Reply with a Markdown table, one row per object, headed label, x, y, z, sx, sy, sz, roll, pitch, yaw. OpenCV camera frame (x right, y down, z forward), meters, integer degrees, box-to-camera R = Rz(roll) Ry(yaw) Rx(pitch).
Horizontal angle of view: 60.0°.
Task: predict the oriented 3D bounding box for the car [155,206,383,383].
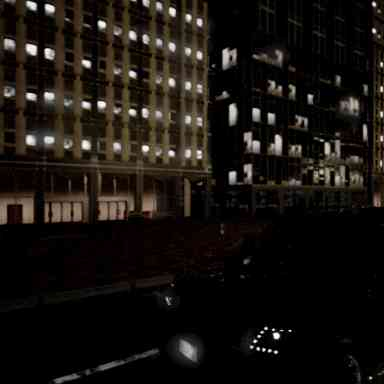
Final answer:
| label | x | y | z | sx | sy | sz | roll | pitch | yaw |
| --- | --- | --- | --- | --- | --- | --- | --- | --- | --- |
| car | 2.216 | 1.264 | 4.941 | 5.566 | 2.045 | 2.150 | 1 | 0 | -35 |

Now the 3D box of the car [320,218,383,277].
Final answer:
| label | x | y | z | sx | sy | sz | roll | pitch | yaw |
| --- | --- | --- | --- | --- | --- | --- | --- | --- | --- |
| car | 6.427 | 1.673 | 11.158 | 4.313 | 1.339 | 1.947 | 1 | -1 | -36 |

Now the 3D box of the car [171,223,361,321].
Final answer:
| label | x | y | z | sx | sy | sz | roll | pitch | yaw |
| --- | --- | --- | --- | --- | --- | --- | --- | --- | --- |
| car | 1.928 | 1.601 | 7.946 | 4.507 | 1.381 | 1.887 | 1 | -1 | -36 |
